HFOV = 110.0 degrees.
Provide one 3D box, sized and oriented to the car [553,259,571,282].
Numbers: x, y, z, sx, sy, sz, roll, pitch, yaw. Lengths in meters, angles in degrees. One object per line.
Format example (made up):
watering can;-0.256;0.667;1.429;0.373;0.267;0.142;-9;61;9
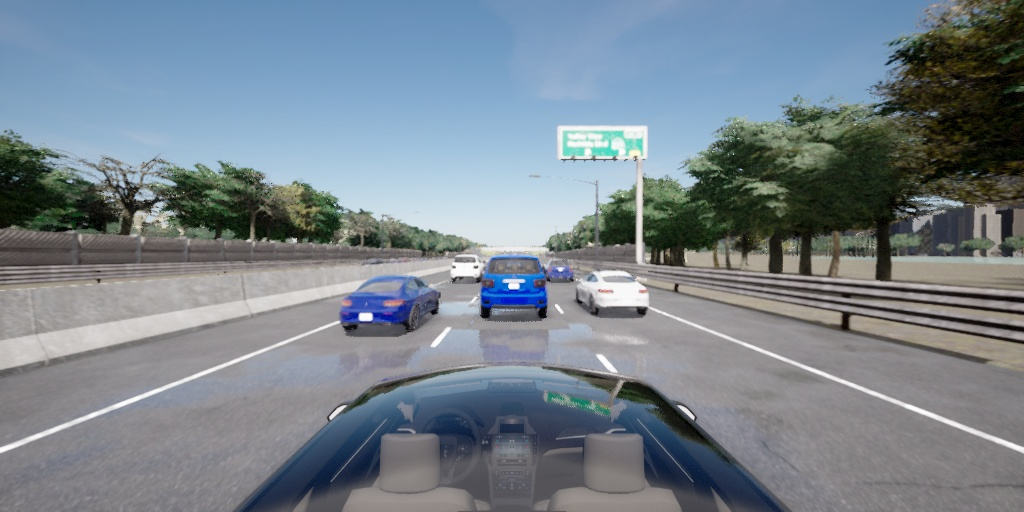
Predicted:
car;3.657;1.058;29.006;2.097;1.767;4.553;0;0;1

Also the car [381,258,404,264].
car;-17.277;1.215;53.198;1.994;1.385;4.181;0;0;1

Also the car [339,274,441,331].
car;-3.440;1.268;10.797;1.812;1.442;4.674;0;0;1

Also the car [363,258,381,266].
car;-20.755;1.127;54.045;1.882;1.535;5.008;0;0;1

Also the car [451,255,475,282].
car;-3.352;0.932;28.220;2.150;2.045;5.566;0;0;1

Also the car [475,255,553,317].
car;0.085;0.963;13.245;2.150;2.045;5.566;0;0;1

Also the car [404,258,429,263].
car;-13.792;1.180;52.346;1.812;1.442;4.674;0;0;1

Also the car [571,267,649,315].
car;3.586;1.266;13.405;1.812;1.442;4.674;0;-1;1
